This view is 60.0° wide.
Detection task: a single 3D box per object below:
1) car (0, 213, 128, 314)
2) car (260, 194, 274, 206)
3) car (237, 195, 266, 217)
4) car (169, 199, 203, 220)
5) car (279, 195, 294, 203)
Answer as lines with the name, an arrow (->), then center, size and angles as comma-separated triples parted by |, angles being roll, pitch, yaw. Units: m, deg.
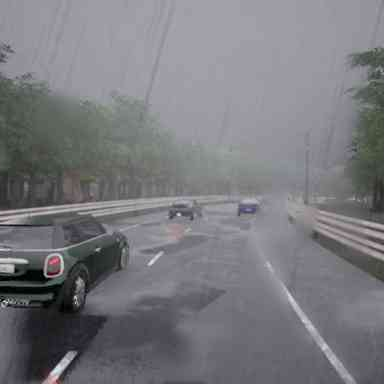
car -> -2.951, 1.269, 7.643 | 2.097, 1.767, 4.553 | 0, 1, 4
car -> 10.455, 1.121, 47.984 | 2.097, 1.767, 4.553 | 1, 0, 26
car -> 5.112, 1.259, 28.908 | 1.882, 1.535, 5.008 | 0, 0, 15
car -> -0.386, 1.278, 25.268 | 1.837, 1.490, 4.892 | 0, 0, 12
car -> 17.737, 1.337, 61.959 | 1.882, 1.535, 5.008 | 1, 0, 32
